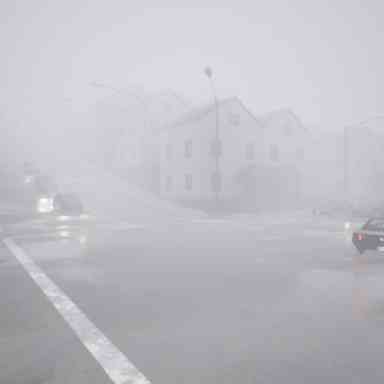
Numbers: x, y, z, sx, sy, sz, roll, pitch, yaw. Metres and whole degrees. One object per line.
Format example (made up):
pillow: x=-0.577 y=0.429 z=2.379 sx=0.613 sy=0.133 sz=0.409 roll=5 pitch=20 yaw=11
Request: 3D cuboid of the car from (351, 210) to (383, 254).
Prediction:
car: x=7.753 y=1.607 z=12.786 sx=1.895 sy=1.301 sz=4.718 roll=0 pitch=0 yaw=40

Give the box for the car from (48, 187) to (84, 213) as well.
car: x=-11.011 y=0.852 z=29.529 sx=1.837 sy=1.490 sz=4.892 roll=0 pitch=7 yaw=-34

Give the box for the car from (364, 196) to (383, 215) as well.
car: x=20.428 y=1.370 z=35.051 sx=4.553 sy=1.767 sz=2.097 roll=0 pitch=0 yaw=-34

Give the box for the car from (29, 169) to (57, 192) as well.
car: x=-16.709 y=-1.055 z=37.894 sx=2.128 sy=1.511 sz=4.902 roll=0 pitch=14 yaw=-34

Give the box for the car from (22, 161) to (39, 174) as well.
car: x=-22.509 y=-3.497 z=46.509 sx=2.033 sy=1.411 sz=5.357 roll=1 pitch=13 yaw=-33

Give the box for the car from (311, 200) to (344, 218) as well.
car: x=12.784 y=1.509 z=29.925 sx=4.902 sy=1.511 sz=2.128 roll=0 pitch=0 yaw=-34

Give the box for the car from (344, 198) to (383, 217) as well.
car: x=14.976 y=1.492 z=27.182 sx=5.008 sy=1.535 sz=1.882 roll=0 pitch=0 yaw=-34
